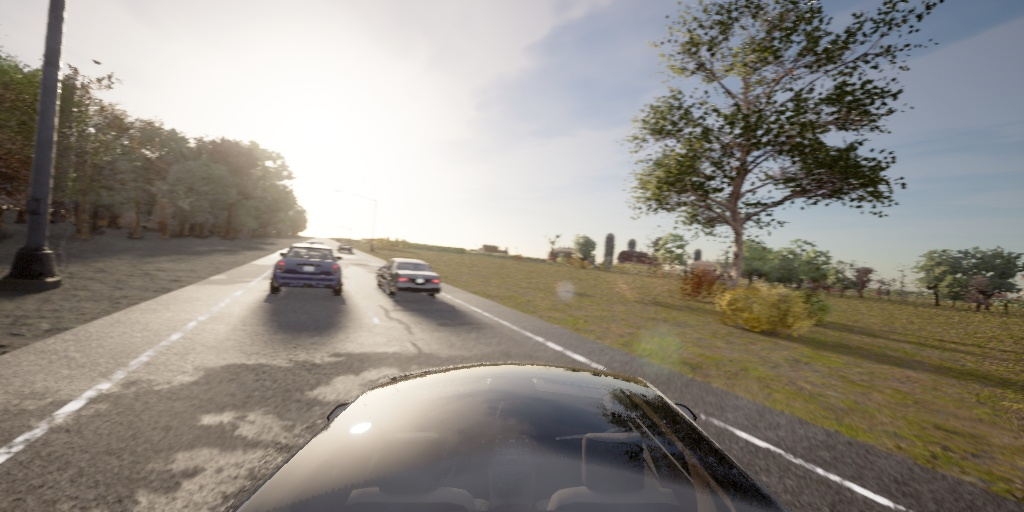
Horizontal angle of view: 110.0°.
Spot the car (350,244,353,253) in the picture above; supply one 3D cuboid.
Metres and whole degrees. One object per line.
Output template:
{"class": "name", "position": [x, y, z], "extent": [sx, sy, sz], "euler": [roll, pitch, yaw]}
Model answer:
{"class": "car", "position": [-24.768, -1.216, 53.205], "extent": [1.895, 1.301, 4.718], "euler": [5, 0, -28]}

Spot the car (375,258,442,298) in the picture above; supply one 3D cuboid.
{"class": "car", "position": [-4.465, 0.820, 15.050], "extent": [2.033, 1.411, 5.357], "euler": [5, 0, -28]}

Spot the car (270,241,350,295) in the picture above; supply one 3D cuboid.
{"class": "car", "position": [-7.584, 0.331, 13.517], "extent": [2.097, 1.767, 4.553], "euler": [5, 0, -28]}
